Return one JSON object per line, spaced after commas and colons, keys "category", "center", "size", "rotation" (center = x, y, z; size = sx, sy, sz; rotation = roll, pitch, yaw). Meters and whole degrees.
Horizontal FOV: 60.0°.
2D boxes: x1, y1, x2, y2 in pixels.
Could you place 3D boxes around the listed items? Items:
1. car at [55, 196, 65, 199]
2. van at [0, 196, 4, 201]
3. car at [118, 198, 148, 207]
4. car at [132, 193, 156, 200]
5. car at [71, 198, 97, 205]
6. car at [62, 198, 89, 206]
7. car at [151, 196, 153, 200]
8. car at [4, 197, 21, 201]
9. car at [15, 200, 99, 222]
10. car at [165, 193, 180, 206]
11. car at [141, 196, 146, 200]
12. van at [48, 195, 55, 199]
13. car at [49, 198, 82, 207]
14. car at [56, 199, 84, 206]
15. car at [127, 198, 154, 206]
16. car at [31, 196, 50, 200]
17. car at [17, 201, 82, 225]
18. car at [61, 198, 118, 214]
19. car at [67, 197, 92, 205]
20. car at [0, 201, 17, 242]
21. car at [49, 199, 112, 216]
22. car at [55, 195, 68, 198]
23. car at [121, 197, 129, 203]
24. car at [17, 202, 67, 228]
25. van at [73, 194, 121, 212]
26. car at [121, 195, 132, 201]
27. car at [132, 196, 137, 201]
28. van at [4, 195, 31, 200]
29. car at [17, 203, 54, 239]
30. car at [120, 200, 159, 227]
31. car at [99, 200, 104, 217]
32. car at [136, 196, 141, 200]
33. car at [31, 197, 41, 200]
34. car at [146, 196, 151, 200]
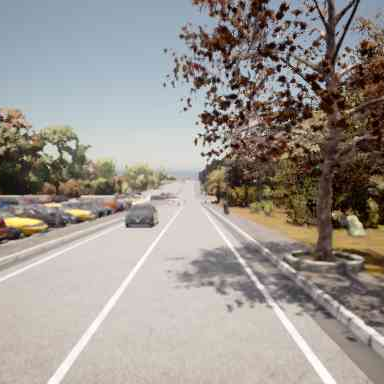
{"category": "car", "center": [-23.320, 1.812, 52.760], "size": [4.792, 1.488, 2.163], "rotation": [0, -1, 0]}
{"category": "van", "center": [-23.478, 1.402, 36.150], "size": [4.442, 1.987, 1.878], "rotation": [0, 0, 0]}
{"category": "car", "center": [-10.271, 1.864, 58.263], "size": [4.892, 1.521, 2.231], "rotation": [0, -1, 0]}
{"category": "car", "center": [-10.288, 1.691, 63.819], "size": [5.566, 2.045, 2.435], "rotation": [0, -1, 0]}
{"category": "car", "center": [-23.328, 2.058, 72.024], "size": [5.008, 1.535, 2.097], "rotation": [0, -1, 0]}
{"category": "car", "center": [-23.308, 2.011, 66.607], "size": [4.792, 1.488, 2.163], "rotation": [0, -1, 0]}
{"category": "car", "center": [-10.448, 1.899, 61.039], "size": [5.366, 1.575, 1.946], "rotation": [0, -1, 0]}
{"category": "car", "center": [-23.365, 1.643, 38.919], "size": [5.008, 1.535, 2.097], "rotation": [0, 0, 0]}
{"category": "car", "center": [-10.106, 1.563, 24.961], "size": [5.366, 1.575, 1.946], "rotation": [0, 0, 0]}
{"category": "car", "center": [-3.430, 1.685, 63.781], "size": [2.150, 2.045, 5.566], "rotation": [0, 0, 0]}
{"category": "car", "center": [-10.086, 1.741, 49.814], "size": [5.366, 1.575, 1.946], "rotation": [0, -1, 0]}
{"category": "van", "center": [-23.468, 1.518, 49.869], "size": [4.442, 1.987, 1.878], "rotation": [0, -1, 0]}
{"category": "car", "center": [-23.156, 1.899, 61.068], "size": [5.366, 1.575, 1.946], "rotation": [0, -1, 0]}
{"category": "car", "center": [-23.337, 1.981, 63.837], "size": [4.674, 1.452, 2.002], "rotation": [0, -1, 0]}
{"category": "car", "center": [-10.263, 1.982, 66.591], "size": [5.008, 1.535, 2.097], "rotation": [0, -1, 0]}
{"category": "car", "center": [-23.382, 1.739, 47.095], "size": [4.792, 1.488, 2.163], "rotation": [0, -1, 0]}
{"category": "car", "center": [-10.300, 1.551, 22.185], "size": [4.892, 1.521, 2.231], "rotation": [0, 0, 0]}
{"category": "car", "center": [-10.255, 1.642, 33.289], "size": [4.792, 1.488, 2.163], "rotation": [0, 0, 0]}
{"category": "car", "center": [-23.367, 1.893, 69.255], "size": [4.553, 1.767, 2.185], "rotation": [0, -1, 0]}
{"category": "car", "center": [-10.269, 1.378, 13.857], "size": [4.553, 1.767, 2.185], "rotation": [0, 0, 0]}
{"category": "car", "center": [-10.257, 1.627, 30.513], "size": [4.792, 1.488, 2.163], "rotation": [0, 0, 0]}
{"category": "car", "center": [-23.375, 1.571, 55.533], "size": [5.566, 2.045, 2.435], "rotation": [0, -1, 0]}
{"category": "car", "center": [-10.309, 1.673, 38.842], "size": [4.792, 1.488, 2.163], "rotation": [0, 0, 0]}
{"category": "car", "center": [-10.289, 1.535, 19.409], "size": [4.892, 1.521, 2.231], "rotation": [0, 0, 0]}
{"category": "van", "center": [-10.399, 1.402, 36.067], "size": [4.442, 1.987, 1.878], "rotation": [0, 0, 0]}
{"category": "car", "center": [-10.309, 1.537, 41.616], "size": [4.553, 1.767, 2.185], "rotation": [0, 0, 0]}
{"category": "car", "center": [-10.270, 1.685, 44.395], "size": [4.892, 1.521, 2.231], "rotation": [0, -1, 0]}
{"category": "van", "center": [-23.249, 1.436, 41.706], "size": [4.442, 1.987, 1.878], "rotation": [0, 0, 0]}
{"category": "car", "center": [-10.112, 1.516, 16.632], "size": [5.366, 1.575, 1.946], "rotation": [0, 0, 0]}
{"category": "car", "center": [-3.367, 1.556, 22.952], "size": [1.837, 1.490, 4.892], "rotation": [0, 0, 0]}
{"category": "car", "center": [-10.260, 1.611, 27.737], "size": [4.792, 1.488, 2.163], "rotation": [0, 0, 0]}
{"category": "car", "center": [-10.459, 1.709, 47.162], "size": [5.366, 1.575, 1.946], "rotation": [0, -1, 0]}
{"category": "car", "center": [-23.384, 1.713, 44.456], "size": [4.792, 1.488, 2.163], "rotation": [0, 0, 0]}
{"category": "car", "center": [-10.081, 1.820, 55.487], "size": [5.366, 1.575, 1.946], "rotation": [0, -1, 0]}
